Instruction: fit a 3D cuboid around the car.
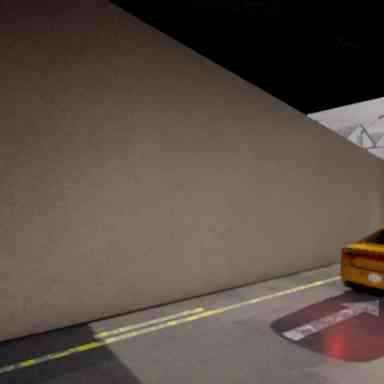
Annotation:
[{"bbox_3d":[5.430,1.446,7.635,5.008,1.535,1.882,0,0,-35],"label":"car"}]
